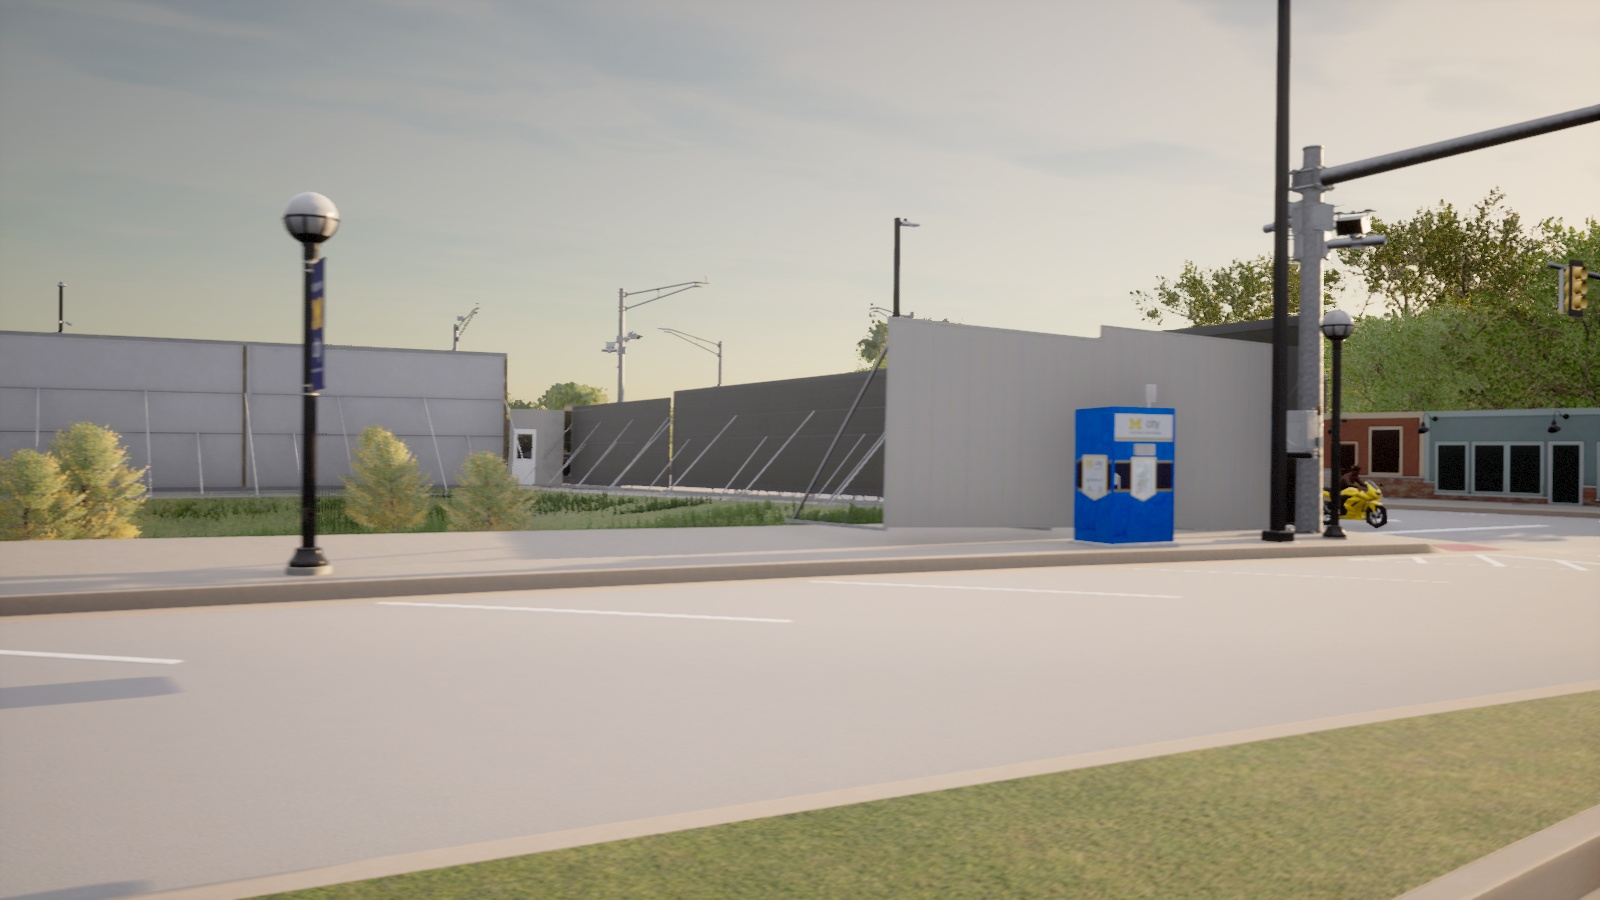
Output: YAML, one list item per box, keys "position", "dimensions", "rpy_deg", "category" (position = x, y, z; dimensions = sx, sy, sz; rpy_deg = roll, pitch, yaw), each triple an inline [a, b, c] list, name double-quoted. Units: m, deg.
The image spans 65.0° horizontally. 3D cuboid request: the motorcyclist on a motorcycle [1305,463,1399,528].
- position: [13.501, 1.080, 30.763]
  dimensions: [0.797, 1.523, 2.044]
  rpy_deg: [0, 0, -29]
  category: "motorcyclist on a motorcycle"
